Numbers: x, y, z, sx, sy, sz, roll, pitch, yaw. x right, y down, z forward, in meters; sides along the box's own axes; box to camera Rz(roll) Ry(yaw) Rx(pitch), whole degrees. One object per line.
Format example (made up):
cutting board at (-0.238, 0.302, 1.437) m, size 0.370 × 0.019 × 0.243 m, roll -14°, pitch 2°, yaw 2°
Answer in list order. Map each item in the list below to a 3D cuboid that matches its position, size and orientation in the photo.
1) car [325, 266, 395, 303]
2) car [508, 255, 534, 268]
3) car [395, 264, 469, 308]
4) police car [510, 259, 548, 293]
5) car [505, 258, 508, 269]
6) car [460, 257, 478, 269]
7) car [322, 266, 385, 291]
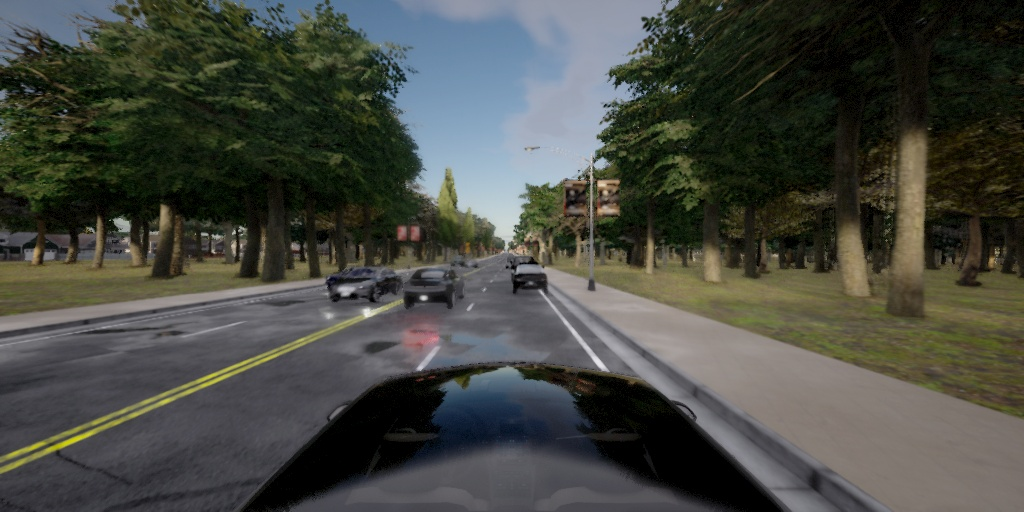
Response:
car at (-6.599, 1.242, 16.666) m, size 2.128 × 1.511 × 4.902 m, roll 0°, pitch 0°, yaw 0°
car at (0.974, 0.979, 30.667) m, size 2.150 × 2.045 × 5.566 m, roll 0°, pitch 0°, yaw 0°
car at (-3.150, 1.255, 15.226) m, size 1.837 × 1.490 × 4.892 m, roll 0°, pitch 0°, yaw 0°
police car at (0.974, 1.177, 20.748) m, size 1.930 × 1.638 × 5.238 m, roll 0°, pitch 0°, yaw 0°
car at (0.000, 1.334, 55.645) m, size 1.994 × 1.385 × 4.181 m, roll 0°, pitch 0°, yaw 0°
car at (-6.556, 1.264, 58.262) m, size 2.128 × 1.511 × 4.902 m, roll 0°, pitch 0°, yaw 1°
car at (-9.850, 1.352, 22.758) m, size 1.895 × 1.301 × 4.718 m, roll 0°, pitch 0°, yaw 0°
